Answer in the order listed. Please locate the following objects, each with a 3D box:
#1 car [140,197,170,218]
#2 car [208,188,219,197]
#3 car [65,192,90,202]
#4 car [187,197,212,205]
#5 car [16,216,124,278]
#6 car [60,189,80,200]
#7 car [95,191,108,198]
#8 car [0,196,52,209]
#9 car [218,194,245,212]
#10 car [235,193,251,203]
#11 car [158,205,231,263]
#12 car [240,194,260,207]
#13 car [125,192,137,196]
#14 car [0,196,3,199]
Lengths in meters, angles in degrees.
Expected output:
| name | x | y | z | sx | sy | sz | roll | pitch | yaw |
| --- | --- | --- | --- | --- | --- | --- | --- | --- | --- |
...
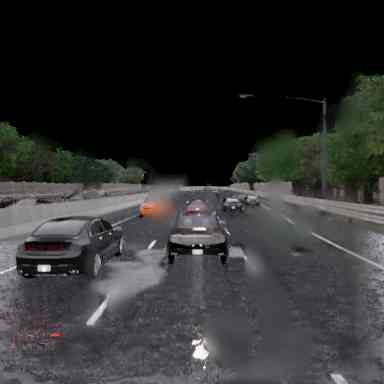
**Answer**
| name | x | y | z | sx | sy | sz | roll | pitch | yaw |
| --- | --- | --- | --- | --- | --- | --- | --- | --- | --- |
| car | -3.035 | 1.160 | 27.993 | 2.097 | 1.767 | 4.553 | 0 | 1 | 1 |
| car | 4.919 | 0.486 | 72.351 | 1.837 | 1.490 | 4.892 | 0 | 1 | 1 |
| car | -16.707 | 1.058 | 49.416 | 1.994 | 1.385 | 4.181 | 0 | 1 | 2 |
| car | 0.497 | 1.354 | 29.405 | 1.994 | 1.385 | 4.181 | 0 | 1 | 1 |
| car | -3.336 | 1.467 | 9.967 | 1.837 | 1.490 | 4.892 | 0 | 0 | 1 |
| car | -23.289 | 0.413 | 64.032 | 2.150 | 2.045 | 5.566 | 0 | 2 | 1 |
| car | -19.585 | 0.518 | 72.476 | 1.812 | 1.442 | 4.674 | 0 | 1 | 1 |
| car | -13.732 | 1.287 | 28.358 | 1.882 | 1.535 | 5.008 | 0 | 1 | 1 |
| car | 4.007 | 1.255 | 34.153 | 1.812 | 1.442 | 4.674 | 0 | 1 | 1 |
| car | 7.947 | 0.980 | 52.561 | 1.994 | 1.385 | 4.181 | 0 | 1 | 1 |
| car | 0.182 | 1.441 | 11.713 | 2.128 | 1.511 | 4.902 | 0 | 0 | 1 |
| car | 7.576 | 1.126 | 42.603 | 1.812 | 1.442 | 4.674 | 0 | 1 | 3 |
| car | -12.661 | 0.644 | 69.221 | 1.895 | 1.301 | 4.718 | 0 | 1 | 1 |
| car | -20.479 | 1.220 | 35.134 | 2.128 | 1.511 | 4.902 | 0 | 1 | 1 |
